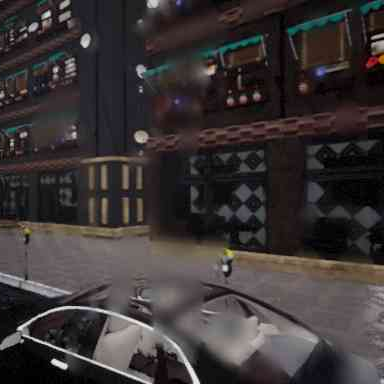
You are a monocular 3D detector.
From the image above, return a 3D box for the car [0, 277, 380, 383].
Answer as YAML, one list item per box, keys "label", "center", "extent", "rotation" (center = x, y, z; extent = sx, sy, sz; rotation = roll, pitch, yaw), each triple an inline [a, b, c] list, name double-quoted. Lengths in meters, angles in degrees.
- label: "car"
  center: [-0.585, 1.567, 3.295]
  extent: [4.403, 1.369, 2.008]
  rotation: [-1, -1, 36]
